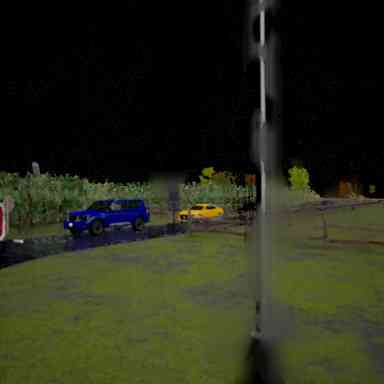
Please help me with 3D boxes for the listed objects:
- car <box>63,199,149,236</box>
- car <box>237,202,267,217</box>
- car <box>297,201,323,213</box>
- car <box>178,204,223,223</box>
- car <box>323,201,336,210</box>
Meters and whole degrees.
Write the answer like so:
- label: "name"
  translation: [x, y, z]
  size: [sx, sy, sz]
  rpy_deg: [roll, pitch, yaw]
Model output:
- label: "car"
  translation: [-5.128, 1.492, 20.713]
  size: [2.150, 2.045, 5.566]
  rpy_deg: [-2, -1, 36]
- label: "car"
  translation: [6.776, 1.944, 37.138]
  size: [1.837, 1.490, 4.892]
  rpy_deg: [-2, -2, 36]
- label: "car"
  translation: [15.400, 2.028, 44.105]
  size: [1.994, 1.385, 4.181]
  rpy_deg: [-2, -2, 36]
- label: "car"
  translation: [0.807, 1.831, 28.910]
  size: [1.882, 1.535, 5.008]
  rpy_deg: [-2, -1, 36]
- label: "car"
  translation: [21.084, 2.082, 52.054]
  size: [1.812, 1.442, 4.674]
  rpy_deg: [-2, -2, 36]
